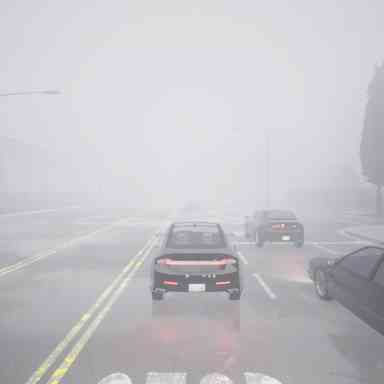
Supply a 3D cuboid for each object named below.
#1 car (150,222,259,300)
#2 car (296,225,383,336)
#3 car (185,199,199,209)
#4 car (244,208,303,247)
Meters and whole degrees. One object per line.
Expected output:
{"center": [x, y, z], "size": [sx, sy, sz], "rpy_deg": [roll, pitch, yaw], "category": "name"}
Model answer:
{"center": [0.080, 1.492, 8.357], "size": [2.128, 1.511, 4.902], "rpy_deg": [0, 0, 0], "category": "car"}
{"center": [3.587, 1.547, 5.312], "size": [2.033, 1.411, 5.357], "rpy_deg": [0, 0, 0], "category": "car"}
{"center": [-0.007, 1.601, 44.137], "size": [1.895, 1.301, 4.718], "rpy_deg": [0, 0, 0], "category": "car"}
{"center": [3.563, 1.505, 15.058], "size": [1.837, 1.490, 4.892], "rpy_deg": [0, 0, 0], "category": "car"}
